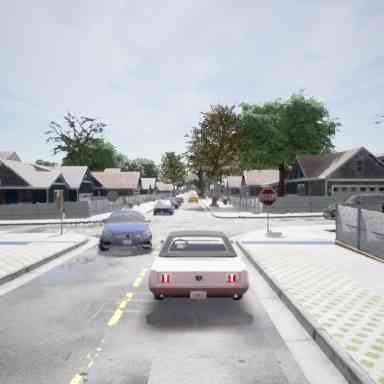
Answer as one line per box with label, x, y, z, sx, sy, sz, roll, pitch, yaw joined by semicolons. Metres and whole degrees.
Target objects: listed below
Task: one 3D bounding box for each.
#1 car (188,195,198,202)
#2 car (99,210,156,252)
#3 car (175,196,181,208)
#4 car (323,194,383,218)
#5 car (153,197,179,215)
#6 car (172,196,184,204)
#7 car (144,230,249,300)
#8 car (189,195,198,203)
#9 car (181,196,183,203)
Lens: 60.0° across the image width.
car;0.196;1.392;76.098;2.128;1.511;4.902;0;0;0
car;-2.735;1.505;14.036;1.812;1.442;4.674;1;0;-12
car;-2.734;1.447;43.595;1.812;1.442;4.674;0;0;1
car;11.645;0.948;23.316;4.553;1.767;2.097;-2;0;0
car;-2.764;1.490;33.569;2.033;1.411;5.357;0;0;0
car;-2.635;1.485;63.899;1.895;1.301;4.718;0;0;1
car;0.126;1.595;8.318;1.895;1.301;4.718;0;0;0
car;0.267;1.358;66.138;1.882;1.535;5.008;0;0;0
car;-2.702;1.502;53.666;1.895;1.301;4.718;0;0;0
